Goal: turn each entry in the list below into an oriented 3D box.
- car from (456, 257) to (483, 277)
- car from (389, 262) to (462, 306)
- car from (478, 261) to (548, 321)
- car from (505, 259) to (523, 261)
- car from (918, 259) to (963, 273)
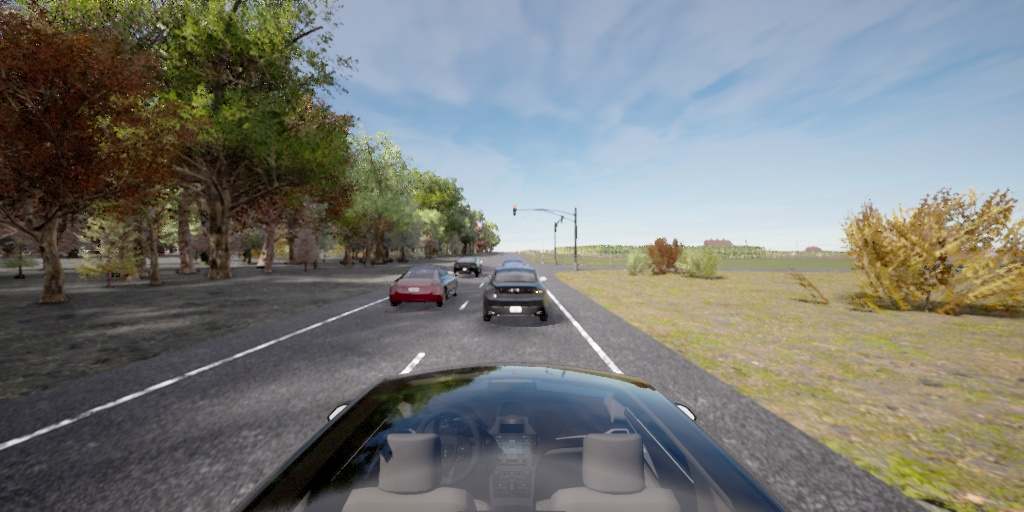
[{"bbox_3d":[-3.406,0.776,28.397,1.882,1.535,5.008,0,1,0],"label":"car"},{"bbox_3d":[-3.403,1.098,14.442,1.994,1.385,4.181,0,1,0],"label":"car"},{"bbox_3d":[0.097,1.086,11.668,1.837,1.490,4.892,0,1,0],"label":"car"},{"bbox_3d":[0.112,0.926,22.375,1.812,1.442,4.674,0,1,0],"label":"car"},{"bbox_3d":[48.509,1.093,41.030,4.902,1.511,2.128,1,0,0],"label":"car"}]
